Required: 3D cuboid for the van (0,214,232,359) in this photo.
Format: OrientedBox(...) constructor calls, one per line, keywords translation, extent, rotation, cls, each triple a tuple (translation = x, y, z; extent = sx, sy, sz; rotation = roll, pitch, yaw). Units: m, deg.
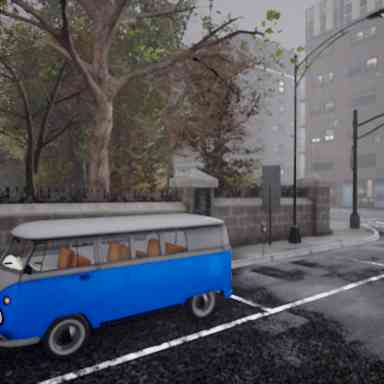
OrientedBox(translation=(-1.161, 1.320, 5.662), extent=(3.998, 1.788, 1.690), rotation=(-1, 1, -35), cls="van")
